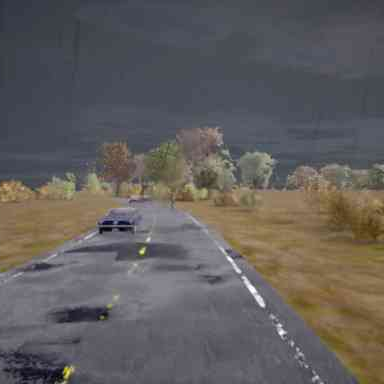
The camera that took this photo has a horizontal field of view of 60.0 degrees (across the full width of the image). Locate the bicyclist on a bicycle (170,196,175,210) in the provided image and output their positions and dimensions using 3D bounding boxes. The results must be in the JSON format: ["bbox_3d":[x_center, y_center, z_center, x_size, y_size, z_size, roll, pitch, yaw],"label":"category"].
[{"bbox_3d":[-2.248,1.327,39.046,0.582,1.620,1.656,0,0,-9],"label":"bicyclist on a bicycle"}]

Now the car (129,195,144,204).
[{"bbox_3d":[-10.306,1.301,60.220,1.882,1.535,5.008,0,0,-13],"label":"car"}]

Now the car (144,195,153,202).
[{"bbox_3d":[-9.477,1.323,69.276,1.812,1.442,4.674,0,0,-16],"label":"car"}]

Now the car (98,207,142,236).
[{"bbox_3d":[-3.857,1.543,18.319,1.895,1.301,4.718,0,0,-4],"label":"car"}]

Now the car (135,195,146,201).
[{"bbox_3d":[-12.334,1.317,79.118,1.895,1.301,4.718,0,0,-18],"label":"car"}]

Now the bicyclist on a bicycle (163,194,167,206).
[{"bbox_3d":[-3.891,1.218,48.642,0.659,1.776,1.843,0,0,-11],"label":"bicyclist on a bicycle"}]
